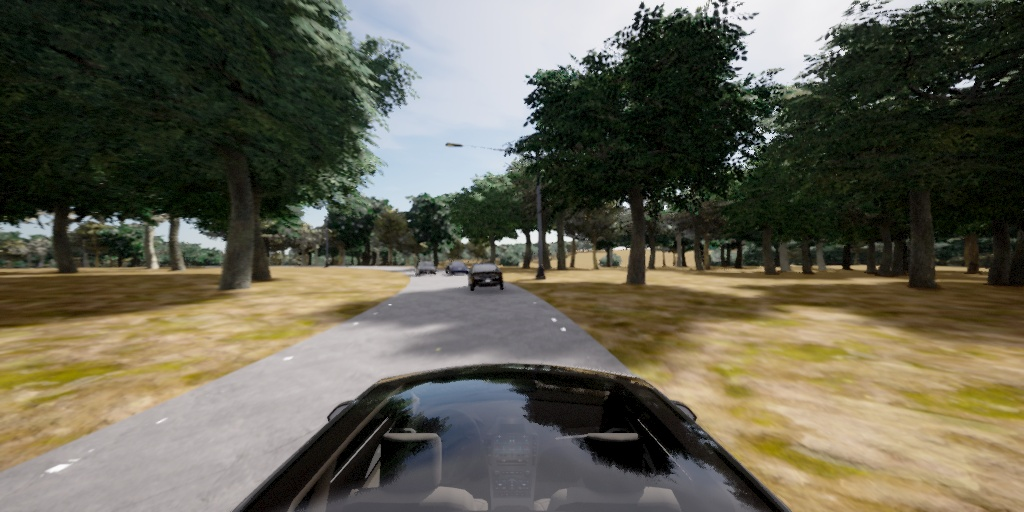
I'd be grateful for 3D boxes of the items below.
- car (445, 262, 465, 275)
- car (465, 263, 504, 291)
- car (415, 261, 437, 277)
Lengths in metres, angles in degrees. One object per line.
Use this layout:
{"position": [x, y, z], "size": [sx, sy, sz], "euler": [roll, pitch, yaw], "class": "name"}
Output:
{"position": [-6.027, 1.297, 38.959], "size": [1.994, 1.385, 4.181], "euler": [-1, 0, -19], "class": "car"}
{"position": [-1.682, 1.180, 21.943], "size": [1.882, 1.535, 5.008], "euler": [-1, 1, -9], "class": "car"}
{"position": [-8.972, 1.315, 37.335], "size": [1.837, 1.490, 4.892], "euler": [-1, 0, -19], "class": "car"}
